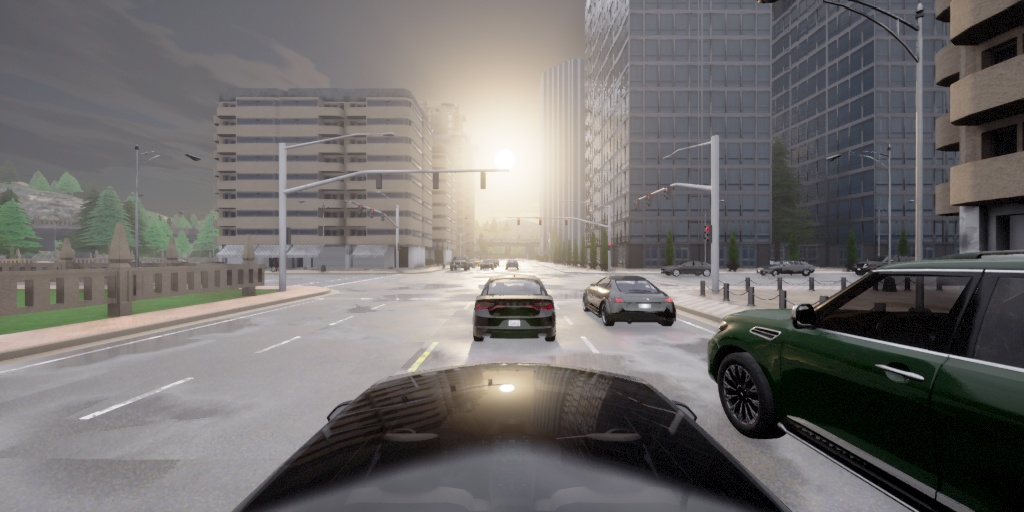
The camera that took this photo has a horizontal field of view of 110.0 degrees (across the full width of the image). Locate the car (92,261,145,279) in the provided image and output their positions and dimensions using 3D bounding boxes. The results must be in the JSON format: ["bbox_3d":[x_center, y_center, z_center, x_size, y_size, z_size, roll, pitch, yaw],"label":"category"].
[{"bbox_3d":[-32.962,1.295,29.217,4.718,1.301,1.895,0,0,15],"label":"car"}]

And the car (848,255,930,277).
[{"bbox_3d":[36.194,0.916,34.530,5.566,2.045,2.150,0,0,0],"label":"car"}]

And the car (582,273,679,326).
[{"bbox_3d":[3.571,1.314,11.622,1.994,1.385,4.181,0,0,0],"label":"car"}]

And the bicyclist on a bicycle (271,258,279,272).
[{"bbox_3d":[-26.109,0.995,39.787,0.582,1.620,1.656,0,0,7],"label":"bicyclist on a bicycle"}]

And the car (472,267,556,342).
[{"bbox_3d":[0.063,1.228,9.841,1.882,1.535,5.008,0,0,0],"label":"car"}]

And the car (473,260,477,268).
[{"bbox_3d":[-7.125,1.255,59.278,1.837,1.490,4.892,0,0,0],"label":"car"}]

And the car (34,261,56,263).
[{"bbox_3d":[-45.097,1.220,34.611,4.674,1.442,1.812,0,0,33],"label":"car"}]

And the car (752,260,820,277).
[{"bbox_3d":[26.315,1.186,34.582,4.902,1.511,2.128,0,0,0],"label":"car"}]

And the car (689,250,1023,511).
[{"bbox_3d":[3.601,0.971,2.268,2.150,2.045,5.566,0,0,0],"label":"car"}]

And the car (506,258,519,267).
[{"bbox_3d":[0.052,1.275,56.022,1.812,1.442,4.674,0,0,0],"label":"car"}]

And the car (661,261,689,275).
[{"bbox_3d":[16.953,1.199,34.633,4.892,1.490,1.837,0,0,0],"label":"car"}]

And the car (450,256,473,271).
[{"bbox_3d":[-7.132,0.972,49.574,2.150,2.045,5.566,0,0,0],"label":"car"}]

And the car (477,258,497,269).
[{"bbox_3d":[-3.632,1.255,52.945,1.837,1.490,4.892,0,0,0],"label":"car"}]

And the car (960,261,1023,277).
[{"bbox_3d":[46.533,1.220,34.450,4.674,1.442,1.812,0,0,1],"label":"car"}]

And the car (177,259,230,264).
[{"bbox_3d":[-22.929,1.199,27.898,4.892,1.490,1.837,0,0,3],"label":"car"}]

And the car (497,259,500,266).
[{"bbox_3d":[-3.613,1.241,62.285,2.128,1.511,4.902,0,0,0],"label":"car"}]
